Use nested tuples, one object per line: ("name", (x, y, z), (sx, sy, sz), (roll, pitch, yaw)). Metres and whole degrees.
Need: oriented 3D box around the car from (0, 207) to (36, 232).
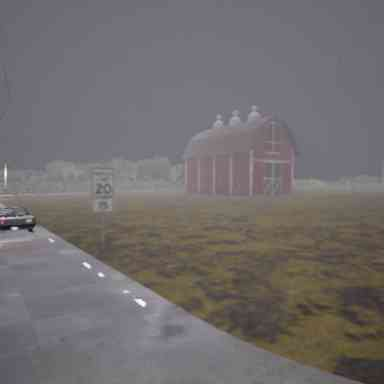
("car", (-9.914, 1.470, 18.090), (1.895, 1.301, 4.718), (-1, 1, -35))
